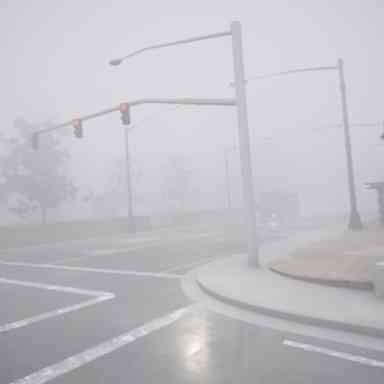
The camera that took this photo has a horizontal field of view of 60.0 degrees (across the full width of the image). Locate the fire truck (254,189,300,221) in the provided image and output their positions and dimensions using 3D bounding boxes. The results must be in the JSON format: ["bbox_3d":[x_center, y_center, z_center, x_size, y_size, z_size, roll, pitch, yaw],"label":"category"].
[{"bbox_3d":[11.009,1.639,42.559,2.891,3.827,8.468,-6,-4,36],"label":"fire truck"}]
